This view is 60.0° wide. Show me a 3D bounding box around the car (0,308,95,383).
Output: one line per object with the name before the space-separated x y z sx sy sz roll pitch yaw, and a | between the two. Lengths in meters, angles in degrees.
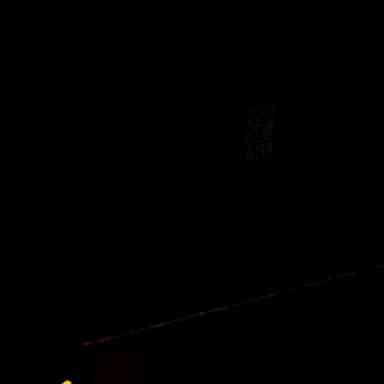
car | -2.957 1.525 1.882 4.674 1.442 1.812 0 0 -35
